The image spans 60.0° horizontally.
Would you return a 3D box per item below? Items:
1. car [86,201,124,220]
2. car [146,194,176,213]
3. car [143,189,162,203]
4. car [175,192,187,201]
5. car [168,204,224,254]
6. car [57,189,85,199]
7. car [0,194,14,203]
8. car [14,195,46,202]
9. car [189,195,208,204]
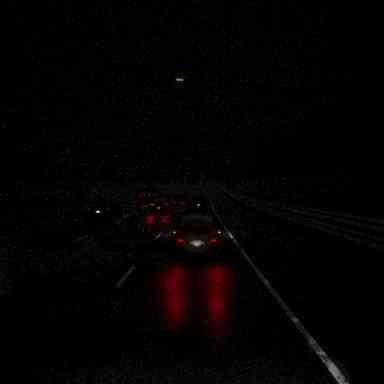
[{"bbox_3d":[-6.586,1.348,25.451,1.994,1.385,4.181,0,1,1],"label":"car"},{"bbox_3d":[-2.911,1.217,32.290,1.812,1.442,4.674,0,1,2],"label":"car"},{"bbox_3d":[-5.814,0.557,49.144,2.150,2.045,5.566,0,1,3],"label":"car"},{"bbox_3d":[-1.972,0.658,56.274,1.812,1.442,4.674,0,1,3],"label":"car"},{"bbox_3d":[0.190,1.415,12.804,1.812,1.442,4.674,0,1,1],"label":"car"},{"bbox_3d":[-16.555,0.649,45.988,2.150,2.045,5.566,0,1,2],"label":"car"},{"bbox_3d":[-23.737,1.038,42.291,1.837,1.490,4.892,0,1,3],"label":"car"},{"bbox_3d":[-20.230,1.089,42.379,1.994,1.385,4.181,0,1,3],"label":"car"},{"bbox_3d":[0.789,1.083,38.482,1.837,1.490,4.892,0,2,2],"label":"car"}]
